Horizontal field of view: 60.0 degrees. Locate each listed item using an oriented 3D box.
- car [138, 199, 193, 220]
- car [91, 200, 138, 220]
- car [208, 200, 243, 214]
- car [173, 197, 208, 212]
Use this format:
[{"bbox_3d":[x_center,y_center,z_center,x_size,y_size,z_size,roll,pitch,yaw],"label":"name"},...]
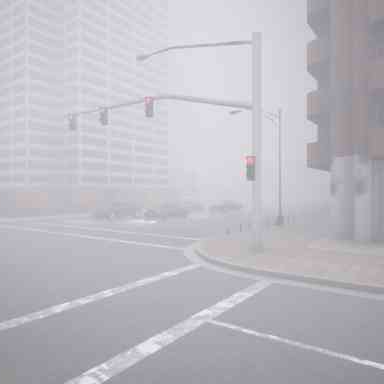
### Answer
[{"bbox_3d":[-2.111,1.564,27.924,1.994,1.385,4.181,0,0,35],"label":"car"},{"bbox_3d":[-6.221,1.505,28.164,1.837,1.490,4.892,0,0,35],"label":"car"},{"bbox_3d":[3.761,1.601,36.259,1.895,1.301,4.718,0,0,35],"label":"car"},{"bbox_3d":[-0.500,1.564,36.290,1.994,1.385,4.181,0,0,35],"label":"car"}]
